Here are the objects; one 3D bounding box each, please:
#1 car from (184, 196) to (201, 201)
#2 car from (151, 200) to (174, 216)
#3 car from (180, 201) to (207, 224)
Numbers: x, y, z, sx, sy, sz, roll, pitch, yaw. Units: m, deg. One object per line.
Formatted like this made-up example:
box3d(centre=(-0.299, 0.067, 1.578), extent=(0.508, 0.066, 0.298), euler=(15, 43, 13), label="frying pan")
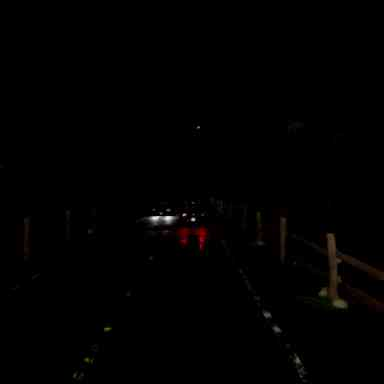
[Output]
box3d(centre=(0.082, 1.331, 41.987), extent=(2.097, 1.767, 4.553), euler=(0, 0, 0), label="car")
box3d(centre=(-2.765, 1.517, 32.402), extent=(2.033, 1.411, 5.357), euler=(0, 0, 0), label="car")
box3d(centre=(0.090, 1.570, 24.730), extent=(1.895, 1.301, 4.718), euler=(0, 0, 0), label="car")
